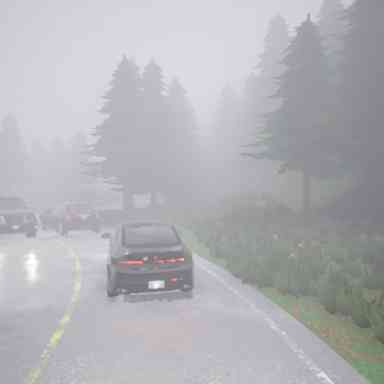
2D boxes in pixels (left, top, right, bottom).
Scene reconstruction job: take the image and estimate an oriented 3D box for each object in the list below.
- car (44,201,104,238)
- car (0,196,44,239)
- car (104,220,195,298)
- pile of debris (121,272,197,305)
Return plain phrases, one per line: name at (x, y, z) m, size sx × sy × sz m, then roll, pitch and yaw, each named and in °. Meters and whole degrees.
car at (-7.002, 1.354, 18.854) m, size 2.097 × 1.767 × 4.553 m, roll 0°, pitch 0°, yaw -41°
car at (-9.636, 1.229, 16.795) m, size 2.150 × 2.045 × 5.566 m, roll 0°, pitch 0°, yaw -42°
car at (-1.250, 1.503, 8.663) m, size 1.837 × 1.490 × 4.892 m, roll 0°, pitch 0°, yaw -14°
pile of debris at (-0.850, 2.176, 7.697) m, size 1.500 × 0.140 × 1.860 m, roll 0°, pitch 0°, yaw -14°
